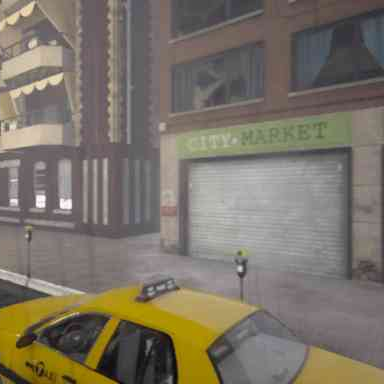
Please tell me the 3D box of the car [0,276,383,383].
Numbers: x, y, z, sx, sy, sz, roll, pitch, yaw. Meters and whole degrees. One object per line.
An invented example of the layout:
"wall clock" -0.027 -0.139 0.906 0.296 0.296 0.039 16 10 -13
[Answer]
"car" -0.535 1.518 3.257 4.829 1.417 1.752 0 0 35
